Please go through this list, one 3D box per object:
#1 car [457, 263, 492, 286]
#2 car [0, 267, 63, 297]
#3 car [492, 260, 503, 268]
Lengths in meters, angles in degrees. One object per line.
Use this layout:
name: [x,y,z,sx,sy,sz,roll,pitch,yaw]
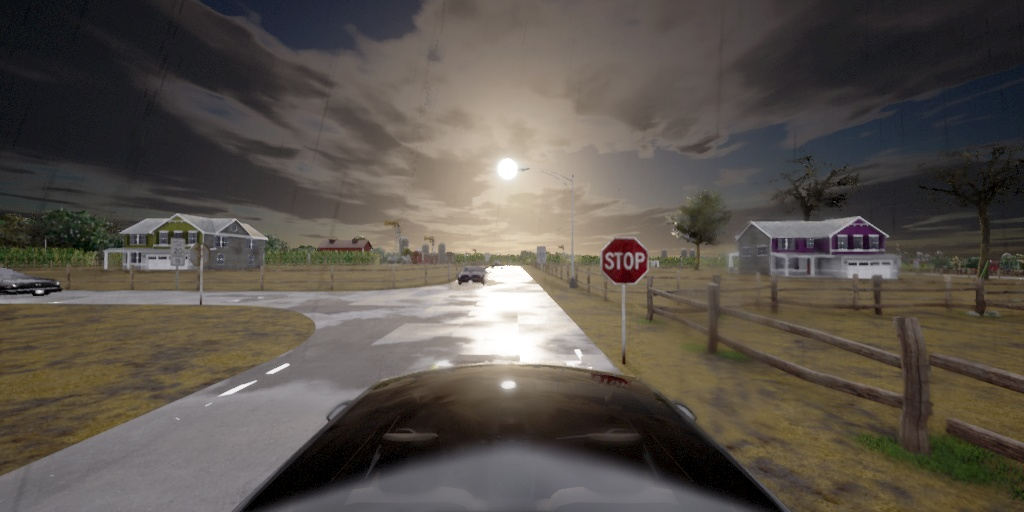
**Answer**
car: [-2.734,1.398,25.879,1.895,1.301,4.718,0,0,0]
car: [-22.939,1.131,15.409,5.357,1.411,2.033,0,-1,0]
car: [-2.712,1.452,64.872,1.994,1.385,4.181,0,-1,0]
